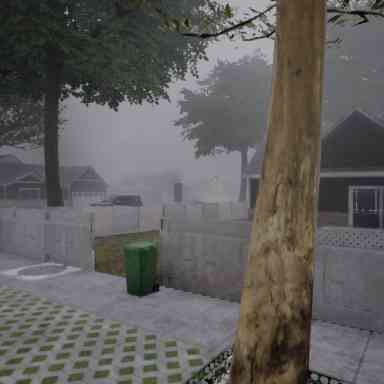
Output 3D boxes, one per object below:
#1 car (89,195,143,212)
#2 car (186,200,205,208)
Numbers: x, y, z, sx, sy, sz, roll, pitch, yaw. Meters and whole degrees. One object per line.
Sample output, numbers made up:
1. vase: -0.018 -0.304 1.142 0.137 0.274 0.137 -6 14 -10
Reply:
1. car: -6.785 1.291 30.021 2.150 2.045 5.566 1 0 35
2. car: 0.389 1.680 40.374 1.994 1.385 4.181 1 0 34
